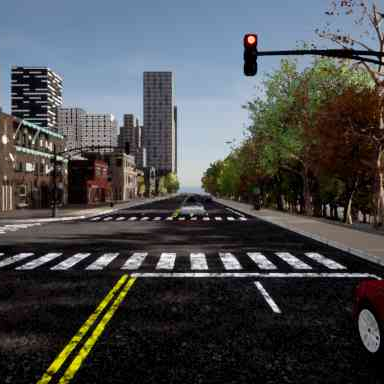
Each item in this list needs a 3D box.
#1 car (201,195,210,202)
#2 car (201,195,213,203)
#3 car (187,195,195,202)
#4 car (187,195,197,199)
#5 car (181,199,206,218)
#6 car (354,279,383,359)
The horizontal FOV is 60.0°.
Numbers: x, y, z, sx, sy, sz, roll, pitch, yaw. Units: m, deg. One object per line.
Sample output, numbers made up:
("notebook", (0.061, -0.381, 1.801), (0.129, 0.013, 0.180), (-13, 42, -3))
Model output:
("car", (3.059, 1.470, 76.308), (1.837, 1.490, 4.892), (0, 0, 0))
("car", (3.181, 1.523, 65.814), (2.033, 1.411, 5.357), (0, 0, 0))
("car", (-0.194, 1.494, 76.026), (1.812, 1.442, 4.674), (0, 0, 0))
("car", (-0.058, 1.479, 63.473), (1.837, 1.490, 4.892), (0, -1, -1))
("car", (0.090, 1.592, 30.255), (1.895, 1.301, 4.718), (0, 0, 3))
("car", (3.342, 1.477, 2.948), (1.882, 1.535, 5.008), (0, 0, 0))
